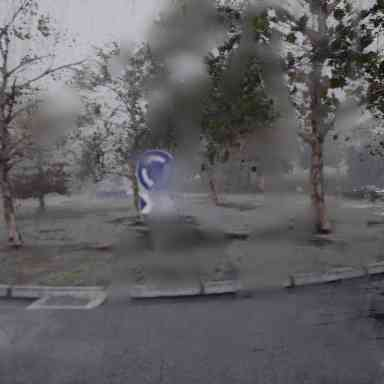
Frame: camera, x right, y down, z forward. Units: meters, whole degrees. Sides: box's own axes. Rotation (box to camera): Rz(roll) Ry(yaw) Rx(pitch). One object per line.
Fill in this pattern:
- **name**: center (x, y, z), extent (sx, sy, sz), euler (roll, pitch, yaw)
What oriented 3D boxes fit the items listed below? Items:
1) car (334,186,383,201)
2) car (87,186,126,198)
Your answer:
- **car**: center (15.001, 0.081, 29.465), extent (1.895, 1.301, 4.718), euler (-2, 3, -23)
- **car**: center (-10.588, -0.040, 41.324), extent (4.674, 1.442, 1.812), euler (-2, 2, -24)
